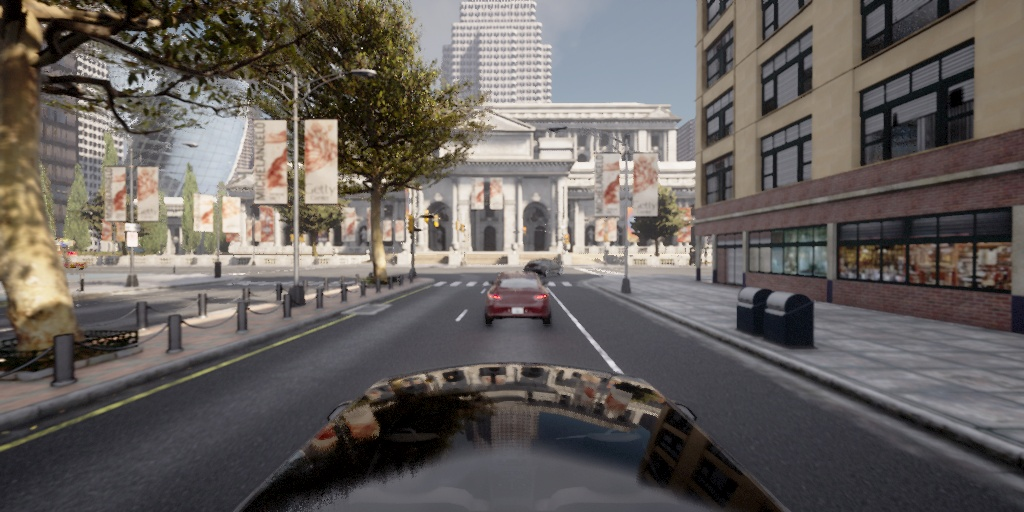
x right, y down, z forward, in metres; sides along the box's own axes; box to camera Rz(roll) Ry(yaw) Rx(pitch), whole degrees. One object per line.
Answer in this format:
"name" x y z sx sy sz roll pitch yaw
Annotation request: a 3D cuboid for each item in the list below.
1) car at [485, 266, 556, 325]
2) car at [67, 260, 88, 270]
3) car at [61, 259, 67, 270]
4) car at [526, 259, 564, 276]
"car" 0.196 1.195 11.311 1.812 1.442 4.674 0 0 1
"car" -50.078 0.998 39.585 4.718 1.301 1.895 0 0 1
"car" -48.891 0.975 36.052 5.357 1.411 2.033 0 0 2
"car" 2.824 1.012 30.867 1.837 1.490 4.892 -2 0 31
